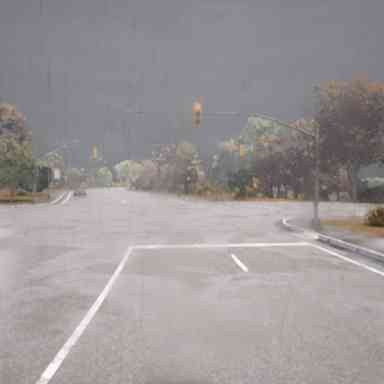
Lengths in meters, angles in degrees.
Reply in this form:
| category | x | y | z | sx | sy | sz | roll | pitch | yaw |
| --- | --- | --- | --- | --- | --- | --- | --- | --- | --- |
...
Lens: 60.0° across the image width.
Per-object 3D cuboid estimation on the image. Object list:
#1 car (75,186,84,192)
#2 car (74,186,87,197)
| category | x | y | z | sx | sy | sz | roll | pitch | yaw |
| --- | --- | --- | --- | --- | --- | --- | --- | --- | --- |
| car | -27.133 | -0.708 | 79.919 | 1.994 | 1.385 | 4.181 | -1 | 2 | -19 |
| car | -18.731 | 0.047 | 55.670 | 1.994 | 1.385 | 4.181 | -1 | 2 | -19 |
